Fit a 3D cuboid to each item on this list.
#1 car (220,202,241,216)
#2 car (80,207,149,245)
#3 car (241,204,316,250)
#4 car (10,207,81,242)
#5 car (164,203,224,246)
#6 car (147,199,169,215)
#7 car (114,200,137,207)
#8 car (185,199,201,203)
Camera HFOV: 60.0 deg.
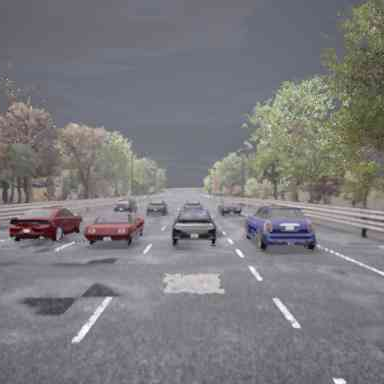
[{"bbox_3d":[3.596,1.587,32.279,1.895,1.301,4.718,0,0,0],"label":"car"},{"bbox_3d":[-3.399,1.594,15.577,1.895,1.301,4.718,0,0,0],"label":"car"},{"bbox_3d":[3.599,1.345,14.349,2.097,1.767,4.553,0,0,0],"label":"car"},{"bbox_3d":[-6.901,1.470,16.353,1.882,1.535,5.008,0,0,0],"label":"car"},{"bbox_3d":[0.097,1.484,15.315,2.128,1.511,4.902,0,0,0],"label":"car"},{"bbox_3d":[-3.400,1.478,33.379,2.128,1.511,4.902,0,0,0],"label":"car"},{"bbox_3d":[-6.900,1.512,34.653,1.812,1.442,4.674,0,0,0],"label":"car"},{"bbox_3d":[0.100,1.477,33.412,2.128,1.511,4.902,0,0,0],"label":"car"}]
